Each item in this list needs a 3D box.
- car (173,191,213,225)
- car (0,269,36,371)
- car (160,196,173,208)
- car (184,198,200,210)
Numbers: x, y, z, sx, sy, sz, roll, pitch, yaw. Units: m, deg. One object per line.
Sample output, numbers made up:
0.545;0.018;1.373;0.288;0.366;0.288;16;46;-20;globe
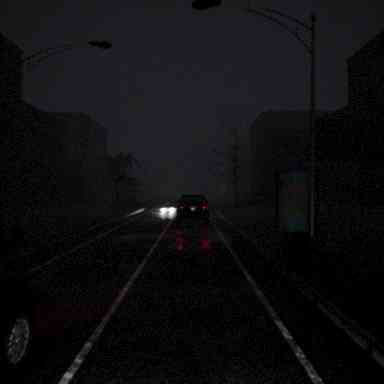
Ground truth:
0.047;1.136;23.441;2.150;2.045;5.566;0;1;0;car
-3.108;1.523;2.970;1.812;1.442;4.674;0;0;0;car
-3.192;1.288;45.365;2.128;1.511;4.902;0;0;0;car
0.002;1.418;41.528;1.895;1.301;4.718;0;0;0;car
